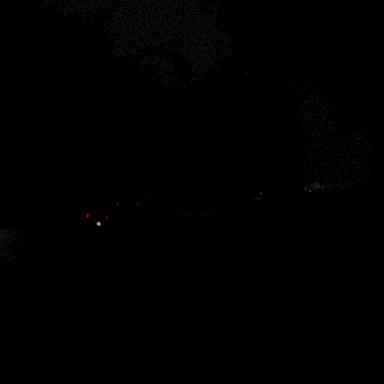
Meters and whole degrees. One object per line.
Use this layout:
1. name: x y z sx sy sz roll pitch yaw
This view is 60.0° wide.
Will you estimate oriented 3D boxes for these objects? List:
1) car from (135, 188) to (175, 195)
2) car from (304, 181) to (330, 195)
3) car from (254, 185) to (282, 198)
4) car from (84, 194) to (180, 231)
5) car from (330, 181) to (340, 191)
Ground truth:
1. car: -2.803 0.566 21.696 2.097 1.767 4.553 0 3 36
2. car: 15.322 -0.462 41.354 1.812 1.442 4.674 0 3 35
3. car: 8.496 -0.089 37.127 1.994 1.385 4.181 0 3 36
4. car: -2.807 1.015 16.456 1.895 1.301 4.718 0 3 36
5. car: 20.945 -0.932 49.994 2.033 1.411 5.357 0 3 32
